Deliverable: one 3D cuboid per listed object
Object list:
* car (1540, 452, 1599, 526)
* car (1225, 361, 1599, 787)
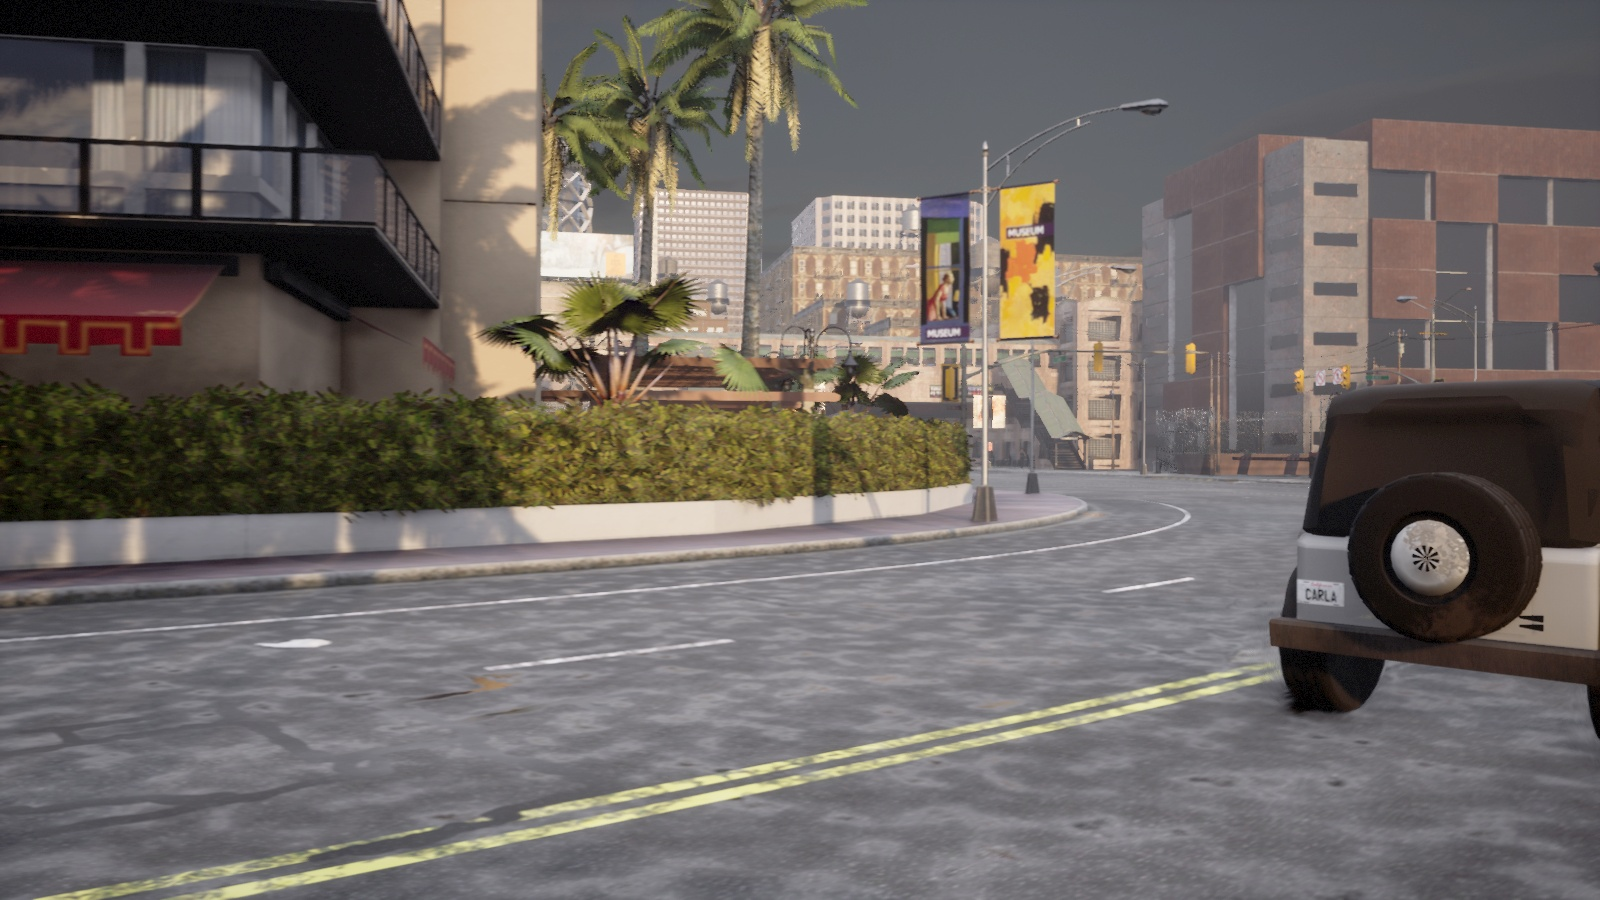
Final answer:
[{"bbox_3d":[17.416,0.790,27.029,1.816,1.474,4.193,0,0,20],"label":"car"},{"bbox_3d":[4.406,0.550,7.453,3.866,1.878,1.905,0,0,-42],"label":"car"}]
